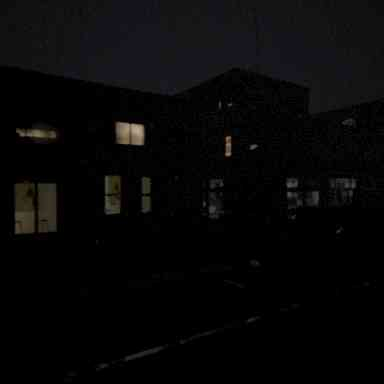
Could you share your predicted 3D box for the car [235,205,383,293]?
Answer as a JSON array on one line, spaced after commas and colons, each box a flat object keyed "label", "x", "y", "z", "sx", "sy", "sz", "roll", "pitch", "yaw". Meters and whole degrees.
[{"label": "car", "x": 3.483, "y": 1.314, "z": 9.053, "sx": 5.009, "sy": 1.841, "sz": 2.192, "roll": 0, "pitch": 0, "yaw": -36}]
